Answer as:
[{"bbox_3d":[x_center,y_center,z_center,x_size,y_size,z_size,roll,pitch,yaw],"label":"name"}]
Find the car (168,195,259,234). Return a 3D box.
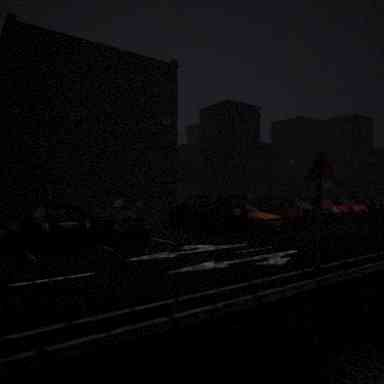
[{"bbox_3d":[0.788,1.183,19.153,2.435,2.045,5.566,0,0,-36],"label":"car"}]

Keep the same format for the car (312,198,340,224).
[{"bbox_3d":[7.533,1.406,23.944,2.097,1.535,5.008,0,0,-36],"label":"car"}]

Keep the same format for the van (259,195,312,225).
[{"bbox_3d":[5.360,1.189,22.241,1.878,1.987,4.442,0,0,-36],"label":"van"}]

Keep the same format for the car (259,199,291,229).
[{"bbox_3d":[3.157,1.421,20.582,1.946,1.575,5.366,0,0,-36],"label":"car"}]

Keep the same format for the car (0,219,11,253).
[{"bbox_3d":[-8.171,1.502,12.714,2.002,1.452,4.674,0,0,-36],"label":"car"}]

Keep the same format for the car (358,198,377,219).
[{"bbox_3d":[12.004,1.265,27.170,2.185,1.767,4.553,0,0,-36],"label":"car"}]

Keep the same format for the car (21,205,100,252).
[{"bbox_3d":[-5.910,1.333,14.294,2.185,1.767,4.553,0,0,-36],"label":"car"}]

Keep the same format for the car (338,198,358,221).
[{"bbox_3d":[9.761,1.271,25.567,2.185,1.767,4.553,0,0,-36],"label":"car"}]

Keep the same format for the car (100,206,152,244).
[{"bbox_3d":[-3.685,1.455,15.930,2.231,1.521,4.892,0,0,-36],"label":"car"}]

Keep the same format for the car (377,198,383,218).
[{"bbox_3d":[14.285,1.258,28.723,2.185,1.767,4.553,0,0,-36],"label":"car"}]
